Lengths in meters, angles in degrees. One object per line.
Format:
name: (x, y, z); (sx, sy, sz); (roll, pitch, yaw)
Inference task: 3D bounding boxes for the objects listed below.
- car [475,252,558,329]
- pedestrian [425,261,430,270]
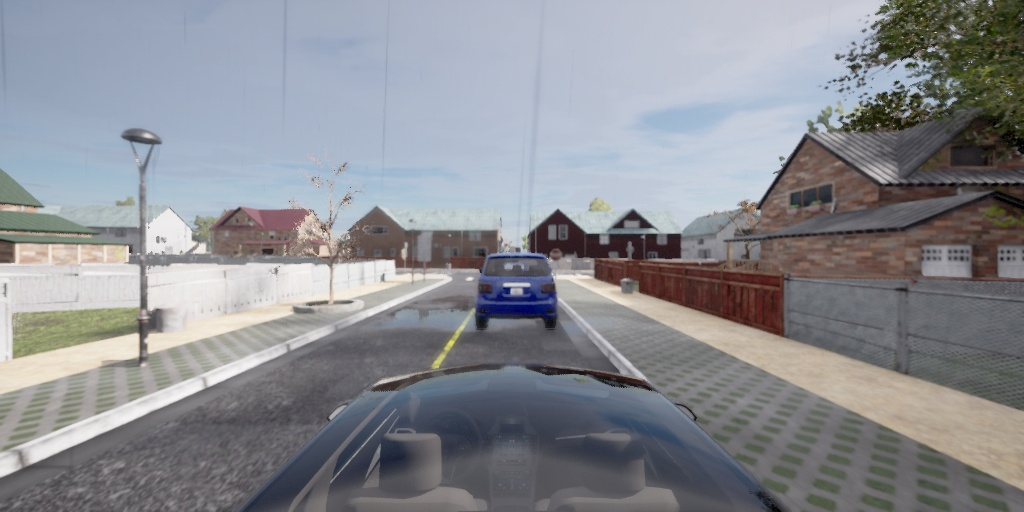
car: (0.112, 0.912, 11.186); (2.150, 2.045, 5.566); (0, 0, 0)
pedestrian: (-9.316, 0.567, 39.048); (0.375, 1.860, 0.375); (0, 0, 1)
